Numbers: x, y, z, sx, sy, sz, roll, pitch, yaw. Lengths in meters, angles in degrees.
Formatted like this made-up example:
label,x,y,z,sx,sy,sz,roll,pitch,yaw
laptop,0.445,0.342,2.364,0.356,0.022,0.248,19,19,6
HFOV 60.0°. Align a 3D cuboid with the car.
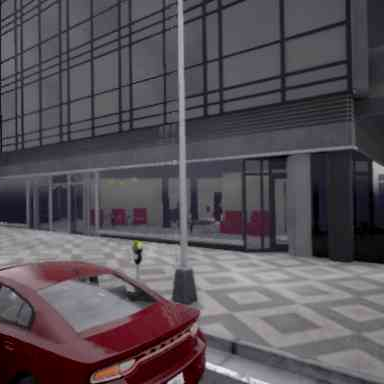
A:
label,x,y,z,sx,sy,sz,roll,pitch,yaw
car,-1.962,1.574,4.256,4.507,1.381,1.887,-1,-1,36
